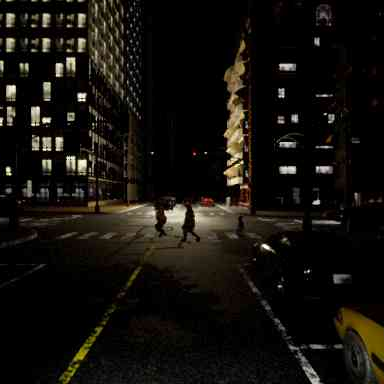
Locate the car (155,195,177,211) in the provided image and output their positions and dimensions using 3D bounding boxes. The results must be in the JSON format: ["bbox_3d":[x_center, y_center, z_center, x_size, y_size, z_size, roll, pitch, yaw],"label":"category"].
[{"bbox_3d":[-3.350,1.360,40.839,2.097,1.767,4.553,0,0,0],"label":"car"}]

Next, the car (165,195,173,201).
[{"bbox_3d":[-6.255,1.598,91.064,2.008,1.369,4.403,0,0,0],"label":"car"}]

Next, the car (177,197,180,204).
[{"bbox_3d":[-3.411,1.505,51.181,2.128,1.511,4.902,0,0,0],"label":"car"}]

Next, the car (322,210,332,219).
[{"bbox_3d":[14.453,1.836,30.349,4.829,1.417,1.752,1,-1,-1],"label":"car"}]

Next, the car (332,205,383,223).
[{"bbox_3d":[14.458,1.868,27.748,4.181,1.385,1.994,1,0,-1],"label":"car"}]

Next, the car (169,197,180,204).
[{"bbox_3d":[-3.441,1.625,65.498,1.895,1.301,4.718,0,0,0],"label":"car"}]

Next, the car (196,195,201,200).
[{"bbox_3d":[2.300,1.573,62.874,2.008,1.369,4.403,0,0,0],"label":"car"}]

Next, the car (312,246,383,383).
[{"bbox_3d":[2.675,1.525,2.422,1.752,1.417,4.829,0,0,0],"label":"car"}]

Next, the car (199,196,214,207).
[{"bbox_3d":[2.430,1.595,49.958,1.802,1.307,4.206,0,0,0],"label":"car"}]

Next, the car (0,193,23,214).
[{"bbox_3d":[-17.880,1.029,29.870,5.009,1.841,2.192,1,-1,-1],"label":"car"}]

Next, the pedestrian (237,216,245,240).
[{"bbox_3d":[2.248,1.295,15.392,0.375,1.860,0.375,0,0,0],"label":"pedestrian"}]

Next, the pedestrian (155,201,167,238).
[{"bbox_3d":[-1.489,1.295,15.968,0.375,1.860,0.375,0,0,0],"label":"pedestrian"}]

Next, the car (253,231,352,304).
[{"bbox_3d":[2.640,1.566,7.935,1.947,1.339,4.313,0,0,0],"label":"car"}]

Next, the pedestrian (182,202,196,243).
[{"bbox_3d":[-0.125,1.295,14.777,0.375,1.860,0.375,0,0,0],"label":"pedestrian"}]

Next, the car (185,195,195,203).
[{"bbox_3d":[-0.450,1.574,72.539,1.994,1.385,4.181,0,0,0],"label":"car"}]

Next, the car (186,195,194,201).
[{"bbox_3d":[-0.512,1.396,82.541,2.128,1.511,4.902,0,0,0],"label":"car"}]
